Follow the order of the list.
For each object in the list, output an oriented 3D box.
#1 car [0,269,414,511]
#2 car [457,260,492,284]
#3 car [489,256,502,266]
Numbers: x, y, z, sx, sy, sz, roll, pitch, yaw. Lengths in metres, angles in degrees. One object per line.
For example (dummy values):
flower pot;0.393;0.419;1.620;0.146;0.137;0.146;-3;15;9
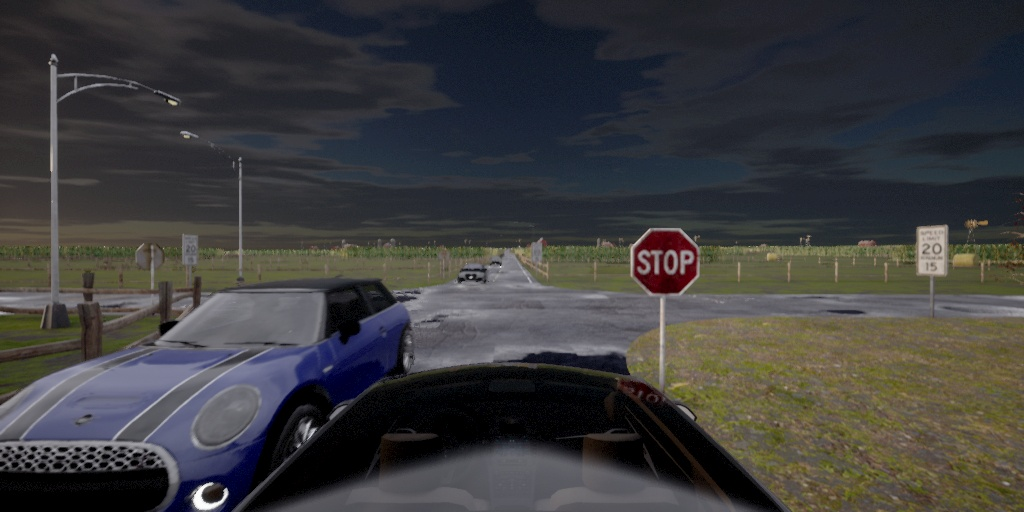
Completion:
car;-2.748;1.093;4.351;2.097;1.767;4.553;0;0;0
car;-2.743;1.222;25.980;1.994;1.385;4.181;0;0;0
car;-2.735;0.743;61.097;2.097;1.767;4.553;0;0;0
